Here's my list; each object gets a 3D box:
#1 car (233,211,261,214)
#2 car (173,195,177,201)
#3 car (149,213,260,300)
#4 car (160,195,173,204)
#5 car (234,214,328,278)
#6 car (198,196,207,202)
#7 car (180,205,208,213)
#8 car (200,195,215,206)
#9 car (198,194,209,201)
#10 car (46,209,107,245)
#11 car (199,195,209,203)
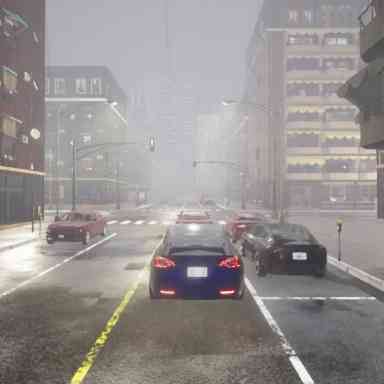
[{"bbox_3d":[2.576,1.550,15.700,1.887,1.381,4.507,1,0,0],"label":"car"},{"bbox_3d":[-5.294,1.623,87.884,1.887,1.381,4.507,1,0,0],"label":"car"},{"bbox_3d":[0.102,1.506,8.413,2.163,1.488,4.792,0,0,0],"label":"car"},{"bbox_3d":[-5.313,1.597,65.126,2.008,1.369,4.403,1,0,0],"label":"car"},{"bbox_3d":[2.575,1.569,10.030,1.947,1.339,4.313,1,0,0],"label":"car"},{"bbox_3d":[2.585,1.635,82.205,1.947,1.339,4.313,1,0,0],"label":"car"},{"bbox_3d":[0.097,1.607,18.136,1.895,1.301,4.718,0,0,0],"label":"car"},{"bbox_3d":[2.711,1.577,53.757,1.887,1.381,4.507,1,0,0],"label":"car"},{"bbox_3d":[2.617,1.359,63.702,2.192,1.841,5.009,1,0,0],"label":"car"},{"bbox_3d":[-5.271,1.550,15.674,1.887,1.381,4.507,1,0,0],"label":"car"},{"bbox_3d":[2.585,1.493,70.826,1.967,1.590,4.097,1,0,0],"label":"car"}]
